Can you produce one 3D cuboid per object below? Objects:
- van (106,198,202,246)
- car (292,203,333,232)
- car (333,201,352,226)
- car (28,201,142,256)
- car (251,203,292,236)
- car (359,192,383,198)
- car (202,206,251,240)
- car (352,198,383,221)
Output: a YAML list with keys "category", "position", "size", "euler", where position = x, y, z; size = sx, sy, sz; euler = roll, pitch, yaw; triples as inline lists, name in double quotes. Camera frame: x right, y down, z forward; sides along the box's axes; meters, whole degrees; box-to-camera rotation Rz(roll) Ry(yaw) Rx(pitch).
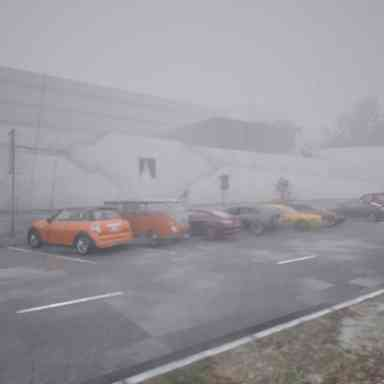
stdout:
- category: "van"
  position: [-2.049, 1.268, 15.022]
  size: [4.442, 1.987, 1.878]
  euler: [-1, -1, 35]
- category: "car"
  position: [5.299, 1.450, 20.174]
  size: [5.366, 1.575, 1.946]
  euler: [-1, -1, 35]
- category: "car"
  position: [7.600, 1.464, 21.990]
  size: [4.792, 1.488, 2.163]
  euler: [-1, -1, 35]
- category: "car"
  position: [-4.560, 1.371, 13.329]
  size: [4.553, 1.767, 2.185]
  euler: [-1, -1, 34]
- category: "car"
  position: [2.685, 1.506, 18.555]
  size: [4.792, 1.488, 2.163]
  euler: [-1, 0, 35]
- category: "car"
  position: [14.837, 1.092, 27.213]
  size: [5.566, 2.045, 2.435]
  euler: [-1, 0, 35]
- category: "car"
  position: [0.282, 1.526, 16.805]
  size: [4.674, 1.452, 2.002]
  euler: [-1, 0, 35]
- category: "car"
  position: [12.439, 1.416, 25.465]
  size: [4.674, 1.452, 2.002]
  euler: [-1, 0, 35]
